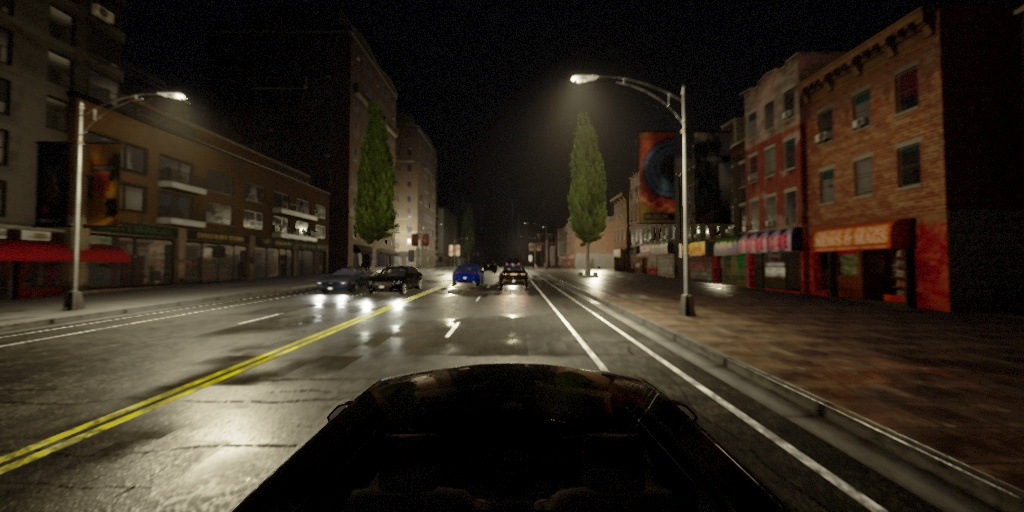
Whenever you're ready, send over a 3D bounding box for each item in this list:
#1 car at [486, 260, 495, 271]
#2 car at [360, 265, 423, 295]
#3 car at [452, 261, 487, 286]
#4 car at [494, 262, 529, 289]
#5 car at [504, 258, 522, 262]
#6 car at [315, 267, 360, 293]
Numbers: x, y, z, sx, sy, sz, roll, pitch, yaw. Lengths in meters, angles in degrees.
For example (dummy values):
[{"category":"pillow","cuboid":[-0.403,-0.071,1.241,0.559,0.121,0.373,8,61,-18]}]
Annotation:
[{"category":"car","cuboid":[-3.124,1.391,49.538,2.097,1.767,4.553,0,-1,0]},{"category":"car","cuboid":[-6.508,1.300,20.453,1.882,1.535,5.008,0,-1,0]},{"category":"car","cuboid":[-3.135,1.332,26.360,1.882,1.535,5.008,0,0,0]},{"category":"car","cuboid":[0.112,1.331,23.934,2.128,1.511,4.902,0,0,0]},{"category":"car","cuboid":[0.129,1.258,49.471,2.150,2.045,5.566,0,-1,0]},{"category":"car","cuboid":[-9.745,1.378,21.880,2.033,1.411,5.357,0,0,0]}]
